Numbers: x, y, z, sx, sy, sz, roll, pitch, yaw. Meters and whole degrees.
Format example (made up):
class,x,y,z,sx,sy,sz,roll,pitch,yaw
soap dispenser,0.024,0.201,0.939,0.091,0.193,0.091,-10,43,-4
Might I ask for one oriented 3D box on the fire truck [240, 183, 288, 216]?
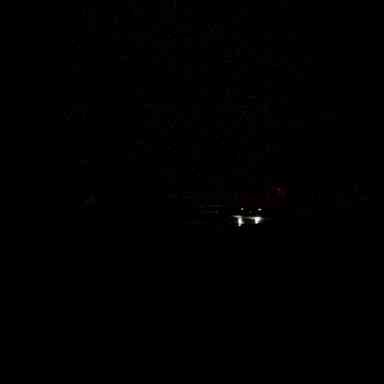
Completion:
class,x,y,z,sx,sy,sz,roll,pitch,yaw
fire truck,9.147,0.872,41.452,2.891,3.827,8.468,1,0,35
